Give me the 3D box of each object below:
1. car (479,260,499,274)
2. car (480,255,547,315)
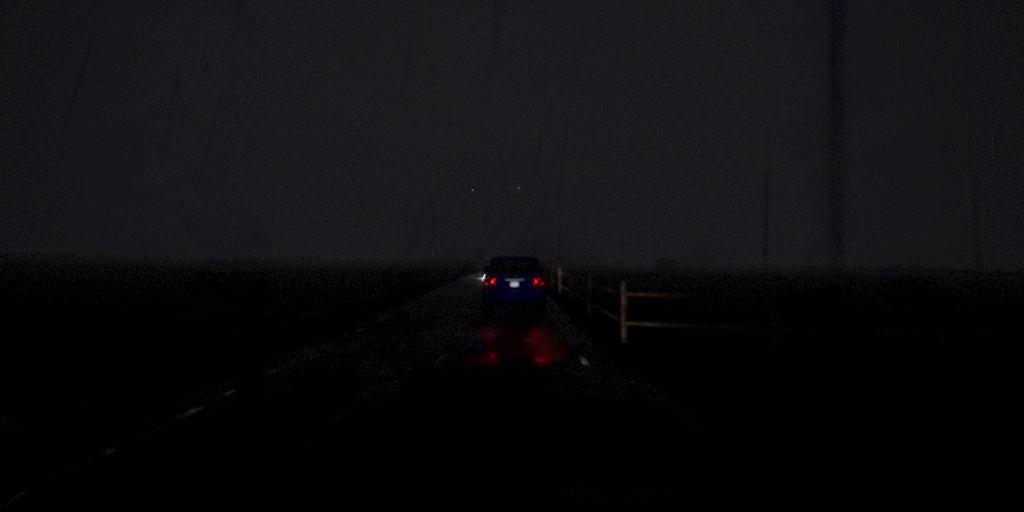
[{"bbox_3d":[-2.811,1.326,44.357,2.128,1.511,4.902,0,0,0],"label":"car"},{"bbox_3d":[0.092,0.994,13.911,2.150,2.045,5.566,0,0,0],"label":"car"}]
